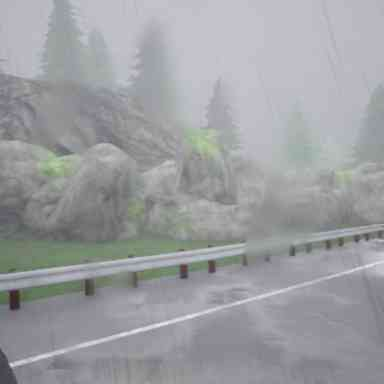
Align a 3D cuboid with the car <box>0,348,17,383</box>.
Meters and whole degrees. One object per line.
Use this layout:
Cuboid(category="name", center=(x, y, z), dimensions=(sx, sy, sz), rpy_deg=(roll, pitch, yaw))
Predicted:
Cuboid(category="car", center=(-3.564, 1.553, 1.243), dimensions=(5.357, 1.411, 2.033), rpy_deg=(0, 0, -35))
